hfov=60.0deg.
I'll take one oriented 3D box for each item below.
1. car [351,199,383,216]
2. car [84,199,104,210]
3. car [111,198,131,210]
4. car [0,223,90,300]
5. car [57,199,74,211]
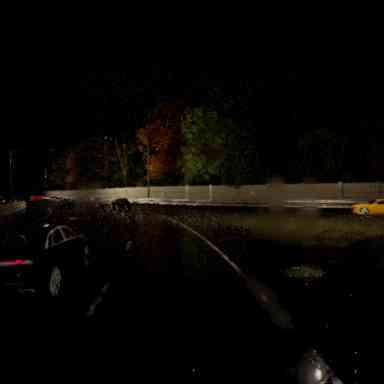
[{"bbox_3d":[17.306,1.369,30.501,5.008,1.535,1.882,0,0,13],"label":"car"},{"bbox_3d":[-12.989,1.674,44.126,1.994,1.385,4.181,0,0,-26],"label":"car"},{"bbox_3d":[-9.671,1.593,45.282,1.837,1.490,4.892,0,0,-26],"label":"car"},{"bbox_3d":[-3.904,1.522,8.351,2.128,1.511,4.902,0,0,-5],"label":"car"},{"bbox_3d":[-16.406,1.659,43.156,1.812,1.442,4.674,0,0,-26],"label":"car"}]
